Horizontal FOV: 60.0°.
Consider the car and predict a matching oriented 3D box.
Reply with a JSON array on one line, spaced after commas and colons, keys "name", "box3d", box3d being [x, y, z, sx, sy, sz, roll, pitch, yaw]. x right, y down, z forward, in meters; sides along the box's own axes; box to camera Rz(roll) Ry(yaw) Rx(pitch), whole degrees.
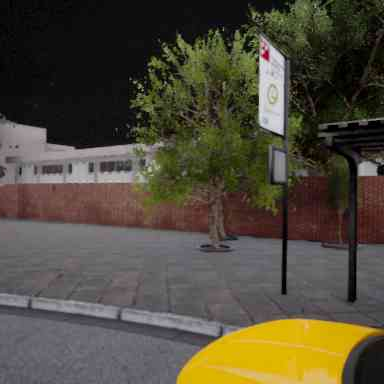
[{"name": "car", "box3d": [2.151, 1.478, 1.685, 5.008, 1.535, 1.882, 0, 0, 34]}]
